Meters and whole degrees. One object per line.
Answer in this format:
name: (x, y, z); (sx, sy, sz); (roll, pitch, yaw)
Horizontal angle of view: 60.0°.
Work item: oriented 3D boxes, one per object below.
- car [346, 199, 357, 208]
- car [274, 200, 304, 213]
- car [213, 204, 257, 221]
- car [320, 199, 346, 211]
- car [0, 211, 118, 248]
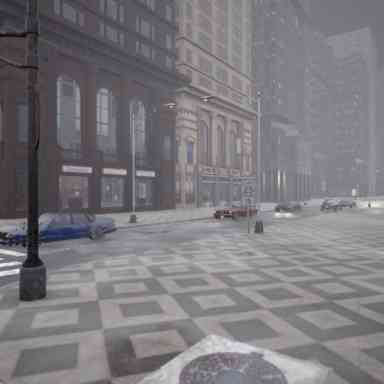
car: (23.736, 1.702, 50.766); (2.033, 1.411, 5.357); (0, 0, 36)
car: (11.487, 1.665, 39.089); (2.033, 1.411, 5.357); (0, 0, 36)
car: (3.688, 1.682, 28.259); (1.895, 1.301, 4.718); (0, 0, 36)
car: (17.832, 1.655, 42.523); (1.812, 1.442, 4.674); (0, 0, 36)
car: (-5.941, 1.579, 15.024); (2.033, 1.411, 5.357); (0, 0, 39)
